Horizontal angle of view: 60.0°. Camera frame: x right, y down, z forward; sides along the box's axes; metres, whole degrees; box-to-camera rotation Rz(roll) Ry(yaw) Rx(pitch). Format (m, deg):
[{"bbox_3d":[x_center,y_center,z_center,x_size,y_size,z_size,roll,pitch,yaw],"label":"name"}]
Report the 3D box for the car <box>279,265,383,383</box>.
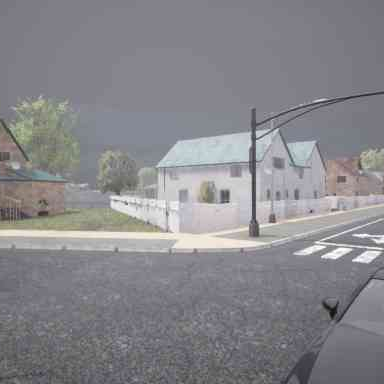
[{"bbox_3d":[2.506,1.524,3.367,1.812,1.442,4.674,0,0,41],"label":"car"}]
